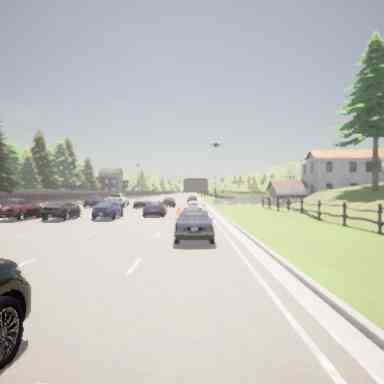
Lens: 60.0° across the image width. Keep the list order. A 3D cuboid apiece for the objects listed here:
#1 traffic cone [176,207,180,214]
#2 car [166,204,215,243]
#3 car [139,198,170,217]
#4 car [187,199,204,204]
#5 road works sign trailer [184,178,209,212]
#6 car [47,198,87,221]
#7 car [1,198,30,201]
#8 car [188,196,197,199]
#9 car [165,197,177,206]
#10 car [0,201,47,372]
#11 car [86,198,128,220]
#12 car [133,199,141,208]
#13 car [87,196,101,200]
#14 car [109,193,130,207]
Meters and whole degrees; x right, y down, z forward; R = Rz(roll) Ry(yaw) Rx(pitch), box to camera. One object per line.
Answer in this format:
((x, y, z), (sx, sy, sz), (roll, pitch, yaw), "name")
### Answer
((-1.482, 1.929, 34.017), (0.340, 0.580, 0.340), (0, 0, 0), "traffic cone")
((0.102, 1.535, 15.861), (2.033, 1.411, 5.357), (0, 0, 0), "car")
((-3.396, 1.541, 31.041), (1.994, 1.385, 4.181), (0, 0, 0), "car")
((0.294, 1.517, 28.745), (1.812, 1.442, 4.674), (0, -1, 7), "car")
((0.374, 0.439, 32.360), (2.380, 3.560, 2.880), (0, 0, -2), "road works sign trailer")
((-10.394, 1.485, 26.753), (1.837, 1.490, 4.892), (0, 0, 0), "car")
((-13.895, 1.331, 26.892), (2.097, 1.767, 4.553), (0, 0, 0), "car")
((0.010, 1.514, 64.479), (1.994, 1.385, 4.181), (0, 0, 0), "car")
((-3.398, 1.487, 49.431), (1.812, 1.442, 4.674), (0, 0, 0), "car")
((-3.401, 1.221, 2.452), (2.150, 2.045, 5.566), (0, 0, 0), "car")
((-6.907, 1.505, 27.477), (1.812, 1.442, 4.674), (0, 0, 0), "car")
((-6.893, 1.566, 46.297), (1.895, 1.301, 4.718), (0, 0, 0), "car")
((-13.893, 1.315, 47.660), (2.097, 1.767, 4.553), (0, 0, 0), "car")
((-10.392, 1.187, 47.439), (2.150, 2.045, 5.566), (0, 0, 0), "car")
